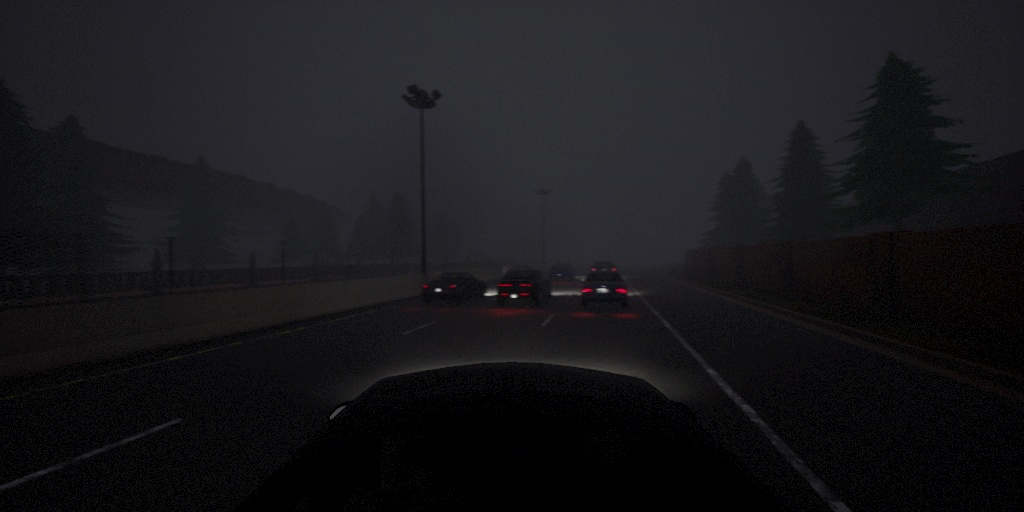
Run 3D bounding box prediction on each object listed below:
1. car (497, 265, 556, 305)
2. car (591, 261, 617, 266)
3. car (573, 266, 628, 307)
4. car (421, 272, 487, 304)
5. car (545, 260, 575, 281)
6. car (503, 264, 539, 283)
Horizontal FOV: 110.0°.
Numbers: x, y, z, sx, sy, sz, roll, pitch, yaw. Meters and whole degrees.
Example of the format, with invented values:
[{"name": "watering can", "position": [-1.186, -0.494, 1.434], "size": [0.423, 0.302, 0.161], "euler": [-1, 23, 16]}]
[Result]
[{"name": "car", "position": [0.680, 1.347, 16.744], "size": [1.837, 1.490, 4.892], "euler": [-1, 0, 14]}, {"name": "car", "position": [7.717, 1.168, 30.191], "size": [2.097, 1.767, 4.553], "euler": [-1, -1, 15]}, {"name": "car", "position": [3.988, 1.326, 15.566], "size": [2.033, 1.411, 5.357], "euler": [-1, 0, 14]}, {"name": "car", "position": [-2.711, 1.463, 17.605], "size": [1.994, 1.385, 4.181], "euler": [-1, 0, 15]}, {"name": "car", "position": [4.438, 1.355, 31.437], "size": [1.882, 1.535, 5.008], "euler": [-1, 0, 15]}, {"name": "car", "position": [0.909, 1.484, 31.828], "size": [2.033, 1.411, 5.357], "euler": [-1, 0, 14]}]
